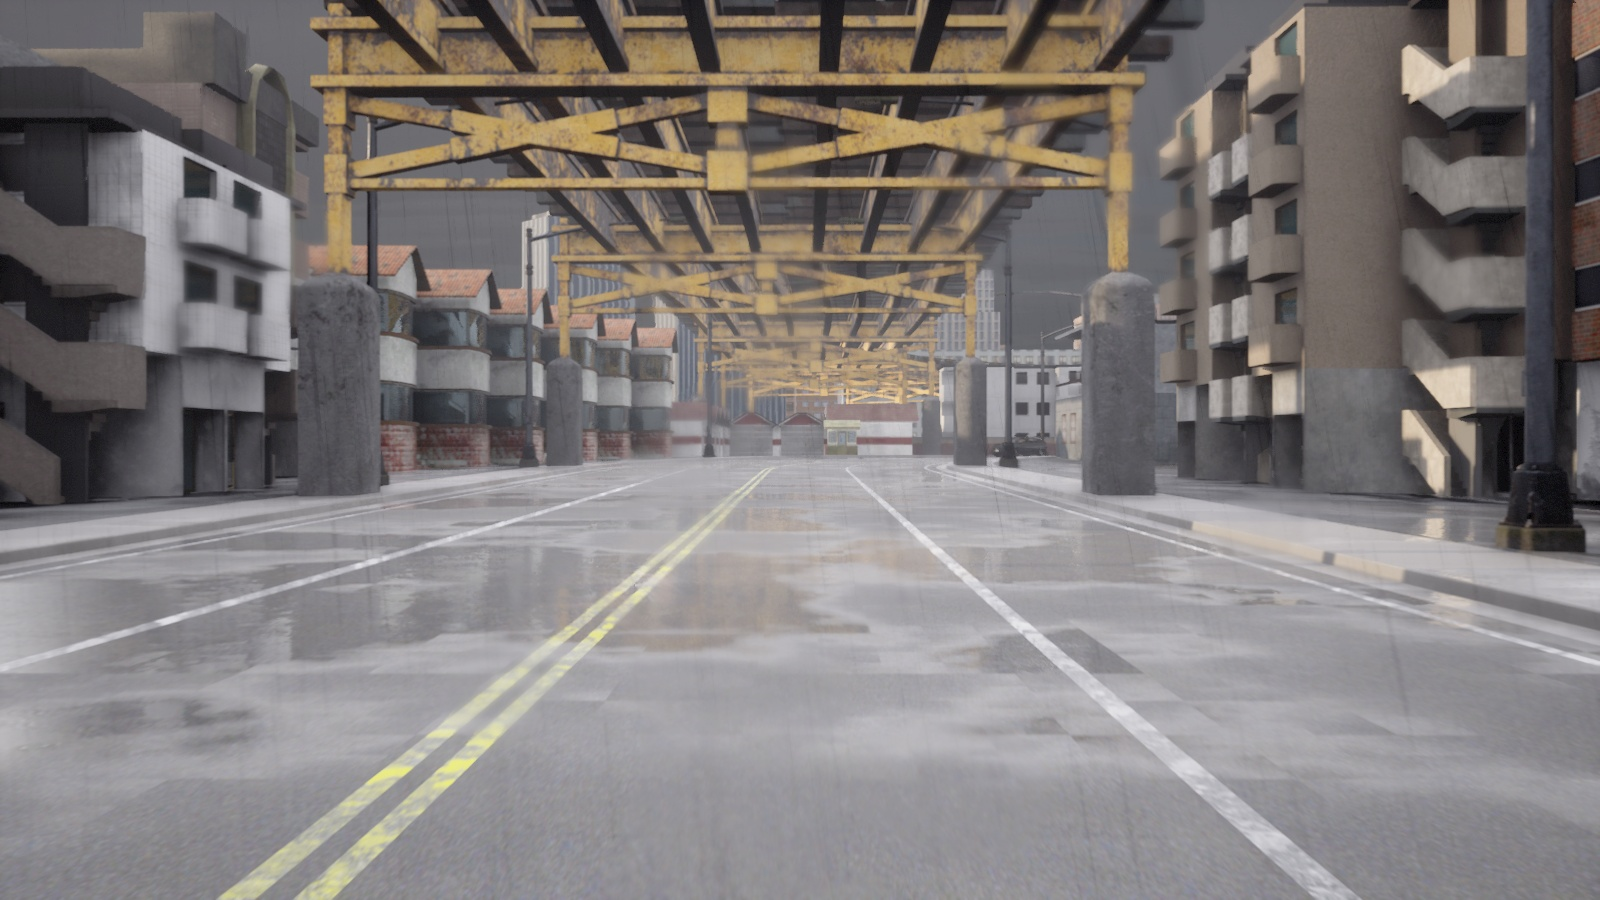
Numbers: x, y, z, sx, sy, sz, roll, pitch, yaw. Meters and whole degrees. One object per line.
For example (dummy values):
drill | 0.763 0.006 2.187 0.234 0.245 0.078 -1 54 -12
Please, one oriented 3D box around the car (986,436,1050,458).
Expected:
car | 16.049 -0.218 92.314 4.514 1.525 2.007 1 0 -35
